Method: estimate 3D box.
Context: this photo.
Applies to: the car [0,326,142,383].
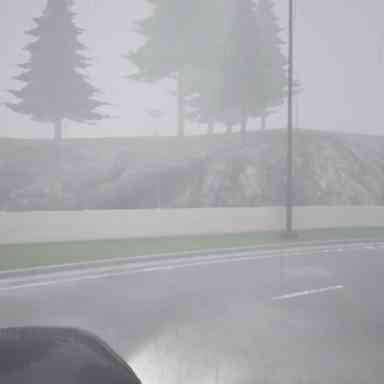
[{"bbox_3d":[-2.251,1.533,1.842,4.181,1.385,1.994,0,1,-36],"label":"car"}]
